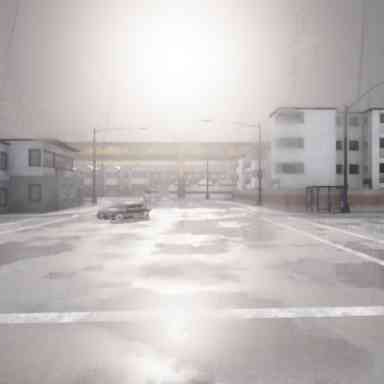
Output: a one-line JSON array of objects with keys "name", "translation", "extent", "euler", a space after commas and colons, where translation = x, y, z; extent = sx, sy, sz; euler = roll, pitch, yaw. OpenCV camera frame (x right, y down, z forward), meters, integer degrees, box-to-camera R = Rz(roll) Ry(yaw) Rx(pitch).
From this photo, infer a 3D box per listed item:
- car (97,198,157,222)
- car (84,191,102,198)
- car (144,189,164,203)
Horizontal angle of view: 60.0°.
[{"name": "car", "translation": [-5.366, 1.550, 26.884], "extent": [1.837, 1.490, 4.892], "euler": [5, 3, 35]}, {"name": "car", "translation": [-21.463, 0.559, 72.097], "extent": [4.892, 1.490, 1.837], "euler": [0, 0, 37]}, {"name": "car", "translation": [-5.944, 0.634, 51.491], "extent": [2.150, 2.045, 5.566], "euler": [1, 2, -19]}]
